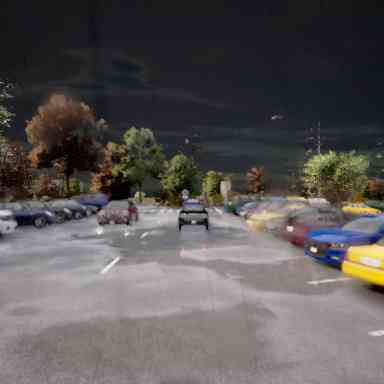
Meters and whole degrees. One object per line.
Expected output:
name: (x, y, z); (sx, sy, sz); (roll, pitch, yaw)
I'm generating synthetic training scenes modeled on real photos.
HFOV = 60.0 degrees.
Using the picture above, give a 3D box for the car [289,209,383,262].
car: (6.000, 1.488, 10.803); (5.008, 1.535, 2.097); (1, 0, -20)

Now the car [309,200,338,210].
car: (24.716, 2.417, 62.601); (2.231, 1.521, 4.892); (2, -1, -21)

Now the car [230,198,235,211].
car: (6.008, 1.530, 28.548); (4.674, 1.452, 2.002); (1, 0, -20)

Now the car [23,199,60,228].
car: (-10.967, 1.364, 20.851); (4.553, 1.767, 2.185); (-1, 0, -20)

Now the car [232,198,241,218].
car: (6.013, 1.491, 25.590); (4.892, 1.521, 2.231); (1, 0, -20)

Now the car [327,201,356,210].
car: (28.108, 2.521, 62.632); (2.231, 1.521, 4.892); (2, -1, -21)

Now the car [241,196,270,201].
car: (6.039, 1.364, 22.639); (4.553, 1.767, 2.185); (1, 0, -20)

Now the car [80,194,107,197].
car: (-10.963, 1.239, 32.935); (5.566, 2.045, 2.435); (-1, 0, -20)

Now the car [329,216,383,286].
car: (6.173, 1.487, 7.907); (5.366, 1.575, 1.946); (1, 0, -20)

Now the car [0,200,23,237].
car: (-10.920, 1.237, 14.832); (5.566, 2.045, 2.435); (-1, 0, -20)

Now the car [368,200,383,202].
car: (25.455, 2.154, 44.439); (2.435, 2.045, 5.566); (2, 1, -21)

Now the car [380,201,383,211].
car: (38.275, 2.703, 62.799); (2.185, 1.767, 4.553); (2, -1, -21)

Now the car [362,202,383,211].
car: (34.904, 2.755, 62.699); (2.163, 1.488, 4.792); (2, -1, -21)

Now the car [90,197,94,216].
car: (-10.945, 1.491, 29.931); (4.892, 1.521, 2.231); (-1, 0, -20)

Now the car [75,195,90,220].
car: (-10.911, 1.363, 26.917); (4.553, 1.767, 2.185); (-1, 0, -20)

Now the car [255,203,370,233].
car: (6.007, 1.490, 16.719); (4.892, 1.521, 2.231); (1, 0, -20)

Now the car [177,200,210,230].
car: (0.103, 1.494, 21.243); (2.128, 1.511, 4.902); (0, 0, 0)

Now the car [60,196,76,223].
car: (-10.973, 1.364, 23.879); (4.553, 1.767, 2.185); (-1, 0, -20)

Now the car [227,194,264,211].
car: (6.036, 1.239, 31.524); (5.566, 2.045, 2.435); (1, 0, -20)

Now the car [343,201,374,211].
car: (31.429, 2.620, 62.852); (1.946, 1.575, 5.366); (2, -1, -21)

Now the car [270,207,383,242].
car: (6.028, 1.518, 13.769); (4.792, 1.488, 2.163); (1, 0, -20)

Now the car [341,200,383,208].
car: (22.476, 2.300, 44.264); (1.946, 1.575, 5.366); (2, 1, -21)

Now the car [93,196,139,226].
car: (-5.080, 1.354, 23.416); (2.097, 1.767, 4.553); (0, 0, 0)

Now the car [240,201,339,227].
car: (5.836, 1.483, 19.602); (5.366, 1.575, 1.946); (1, 0, -20)
